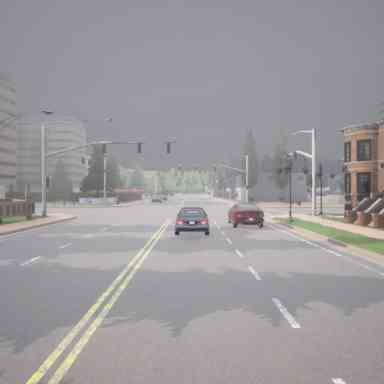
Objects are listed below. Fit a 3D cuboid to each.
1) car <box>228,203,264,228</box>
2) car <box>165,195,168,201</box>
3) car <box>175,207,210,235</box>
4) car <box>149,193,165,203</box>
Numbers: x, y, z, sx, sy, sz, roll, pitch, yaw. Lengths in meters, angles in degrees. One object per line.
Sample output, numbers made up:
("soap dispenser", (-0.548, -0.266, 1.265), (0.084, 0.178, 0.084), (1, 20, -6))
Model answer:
("car", (3.528, 1.480, 22.350), (1.882, 1.535, 5.008), (0, 0, 0))
("car", (-7.191, 1.487, 83.390), (1.882, 1.535, 5.008), (0, 0, 0))
("car", (0.017, 1.549, 18.714), (2.033, 1.411, 5.357), (0, 0, 0))
("car", (-7.161, 1.485, 68.020), (1.882, 1.535, 5.008), (0, 0, 0))
